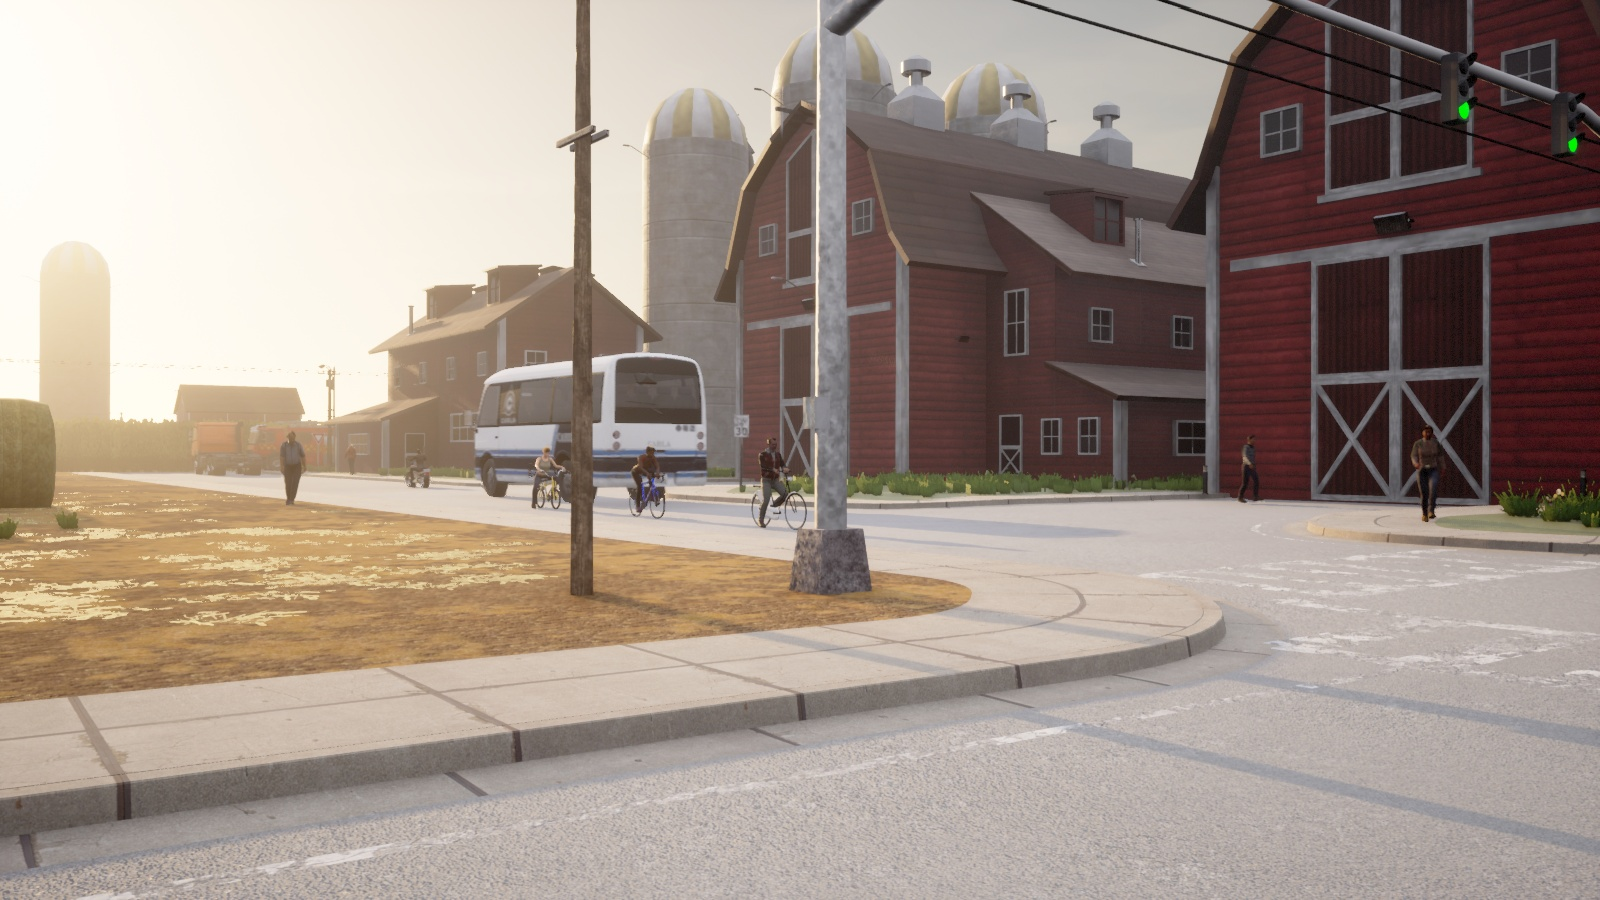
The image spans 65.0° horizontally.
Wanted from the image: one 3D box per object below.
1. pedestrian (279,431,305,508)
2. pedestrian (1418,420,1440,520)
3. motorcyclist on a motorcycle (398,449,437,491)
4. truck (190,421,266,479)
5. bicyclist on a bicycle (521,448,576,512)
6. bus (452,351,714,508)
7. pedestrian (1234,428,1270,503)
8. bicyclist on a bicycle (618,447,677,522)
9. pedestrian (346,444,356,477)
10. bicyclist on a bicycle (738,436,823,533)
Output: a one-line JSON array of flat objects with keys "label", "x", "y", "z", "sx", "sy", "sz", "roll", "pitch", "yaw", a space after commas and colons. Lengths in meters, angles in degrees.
[{"label": "pedestrian", "x": -12.402, "y": 0.474, "z": 30.648, "sx": 0.540, "sy": 1.848, "sz": 0.694, "roll": 0, "pitch": 0, "yaw": -25}, {"label": "pedestrian", "x": 11.559, "y": 0.355, "z": 23.089, "sx": 0.328, "sy": 1.805, "sz": 0.869, "roll": 0, "pitch": 0, "yaw": 24}, {"label": "motorcyclist on a motorcycle", "x": -15.497, "y": 0.812, "z": 50.865, "sx": 0.766, "sy": 1.649, "sz": 2.350, "roll": 0, "pitch": -1, "yaw": -36}, {"label": "truck", "x": -36.481, "y": 0.009, "z": 79.870, "sx": 2.891, "sy": 3.462, "sz": 7.936, "roll": 0, "pitch": 0, "yaw": -36}, {"label": "bicyclist on a bicycle", "x": -6.515, "y": 0.748, "z": 32.483, "sx": 0.866, "sy": 1.612, "sz": 1.509, "roll": 0, "pitch": 0, "yaw": -36}, {"label": "bus", "x": -7.096, "y": -0.552, "z": 39.257, "sx": 3.944, "sy": 4.253, "sz": 10.273, "roll": 0, "pitch": 0, "yaw": -36}, {"label": "pedestrian", "x": 11.915, "y": 0.416, "z": 33.126, "sx": 0.423, "sy": 1.949, "sz": 0.788, "roll": 0, "pitch": 0, "yaw": -35}, {"label": "bicyclist on a bicycle", "x": -3.434, "y": 0.747, "z": 28.224, "sx": 0.582, "sy": 1.620, "sz": 1.656, "roll": 0, "pitch": 0, "yaw": -36}, {"label": "pedestrian", "x": -25.406, "y": 0.608, "z": 71.079, "sx": 0.331, "sy": 1.846, "sz": 0.636, "roll": 0, "pitch": 0, "yaw": -37}, {"label": "bicyclist on a bicycle", "x": -0.399, "y": 0.641, "z": 24.027, "sx": 0.659, "sy": 1.776, "sz": 1.843, "roll": -1, "pitch": 0, "yaw": -36}]
